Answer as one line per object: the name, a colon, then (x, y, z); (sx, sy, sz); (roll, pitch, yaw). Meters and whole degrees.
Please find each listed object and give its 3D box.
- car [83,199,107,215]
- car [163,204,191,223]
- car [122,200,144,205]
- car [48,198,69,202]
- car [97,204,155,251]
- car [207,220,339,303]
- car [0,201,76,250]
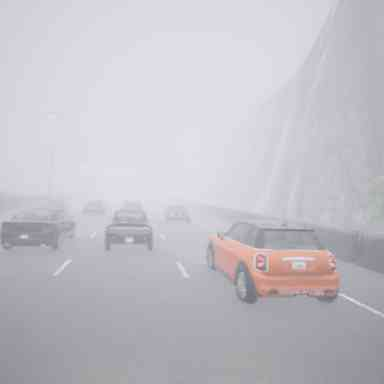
car: (-9.151, 1.402, 31.686); (1.994, 1.385, 4.181); (2, 0, -10)
car: (-1.272, 1.698, 27.062); (2.033, 1.411, 5.357); (2, 0, -10)
car: (-5.610, 1.474, 31.741); (2.128, 1.511, 4.902); (2, 0, -10)
car: (-12.616, 1.260, 31.198); (1.994, 1.385, 4.181); (2, 0, -10)
car: (-2.656, 1.527, 14.331); (2.128, 1.511, 4.902); (2, 0, -10)
car: (1.824, 1.520, 8.872); (2.097, 1.767, 4.553); (2, -1, -10)
car: (-6.103, 1.371, 13.750); (1.882, 1.535, 5.008); (2, 0, -10)
